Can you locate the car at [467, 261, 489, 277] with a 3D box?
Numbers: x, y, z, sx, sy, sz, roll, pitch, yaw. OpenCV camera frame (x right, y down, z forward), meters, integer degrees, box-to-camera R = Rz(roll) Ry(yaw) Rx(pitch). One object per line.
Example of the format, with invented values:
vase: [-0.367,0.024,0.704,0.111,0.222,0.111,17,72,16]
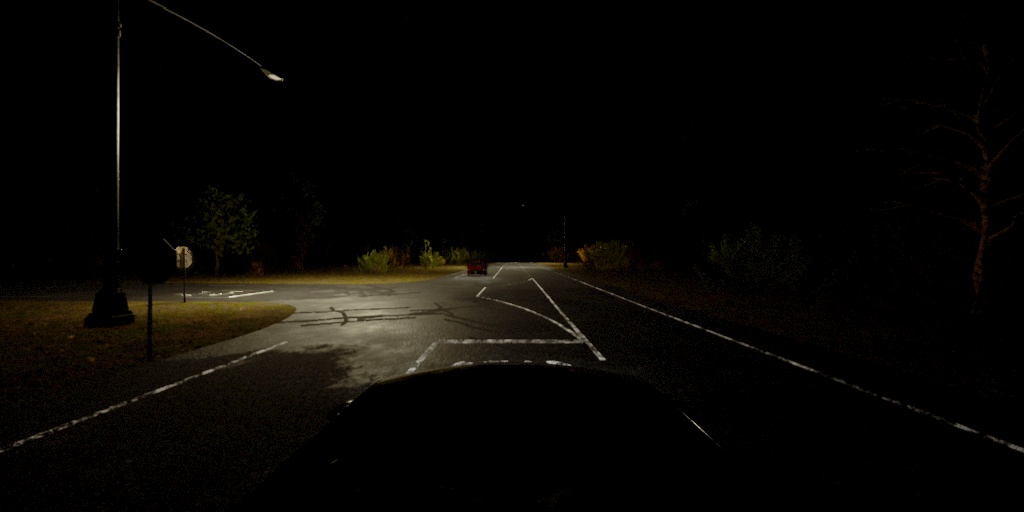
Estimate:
car: [-3.436,1.244,36.544,1.882,1.535,5.008,0,0,0]
